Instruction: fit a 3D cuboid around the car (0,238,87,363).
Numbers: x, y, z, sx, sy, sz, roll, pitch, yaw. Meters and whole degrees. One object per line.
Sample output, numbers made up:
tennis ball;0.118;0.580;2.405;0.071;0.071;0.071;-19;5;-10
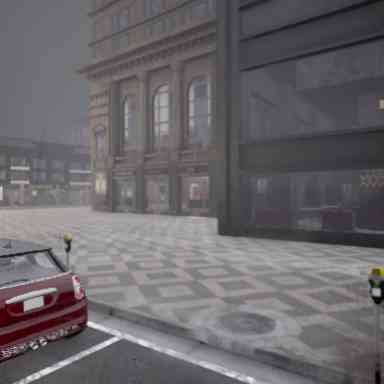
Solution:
car;-3.624;1.478;5.430;4.097;1.590;1.967;0;0;36
